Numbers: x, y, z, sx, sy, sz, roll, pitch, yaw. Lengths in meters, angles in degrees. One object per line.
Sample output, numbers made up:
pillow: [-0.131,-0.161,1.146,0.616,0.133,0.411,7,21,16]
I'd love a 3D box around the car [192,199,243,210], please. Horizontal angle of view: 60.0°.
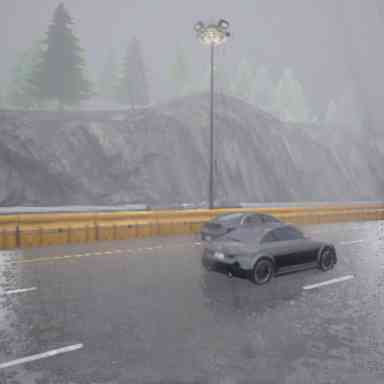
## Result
car: [2.713,1.454,31.474,4.553,1.767,2.097,0,0,-35]

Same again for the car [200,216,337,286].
car: [2.330,1.606,9.640,4.181,1.385,1.994,1,0,-35]

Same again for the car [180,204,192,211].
car: [1.444,1.644,34.847,4.674,1.442,1.812,1,0,-35]

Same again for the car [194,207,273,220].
car: [2.613,1.561,14.132,4.892,1.490,1.837,1,0,-35]

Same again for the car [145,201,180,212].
car: [-2.960,1.638,36.068,4.181,1.385,1.994,1,0,-35]
